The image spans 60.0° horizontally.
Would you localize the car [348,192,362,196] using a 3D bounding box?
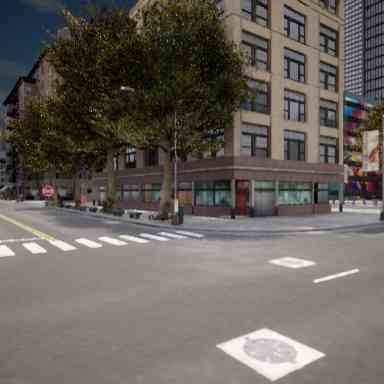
[{"bbox_3d":[39.926,1.282,84.591,2.002,1.452,4.674,0,0,-36],"label":"car"}]
